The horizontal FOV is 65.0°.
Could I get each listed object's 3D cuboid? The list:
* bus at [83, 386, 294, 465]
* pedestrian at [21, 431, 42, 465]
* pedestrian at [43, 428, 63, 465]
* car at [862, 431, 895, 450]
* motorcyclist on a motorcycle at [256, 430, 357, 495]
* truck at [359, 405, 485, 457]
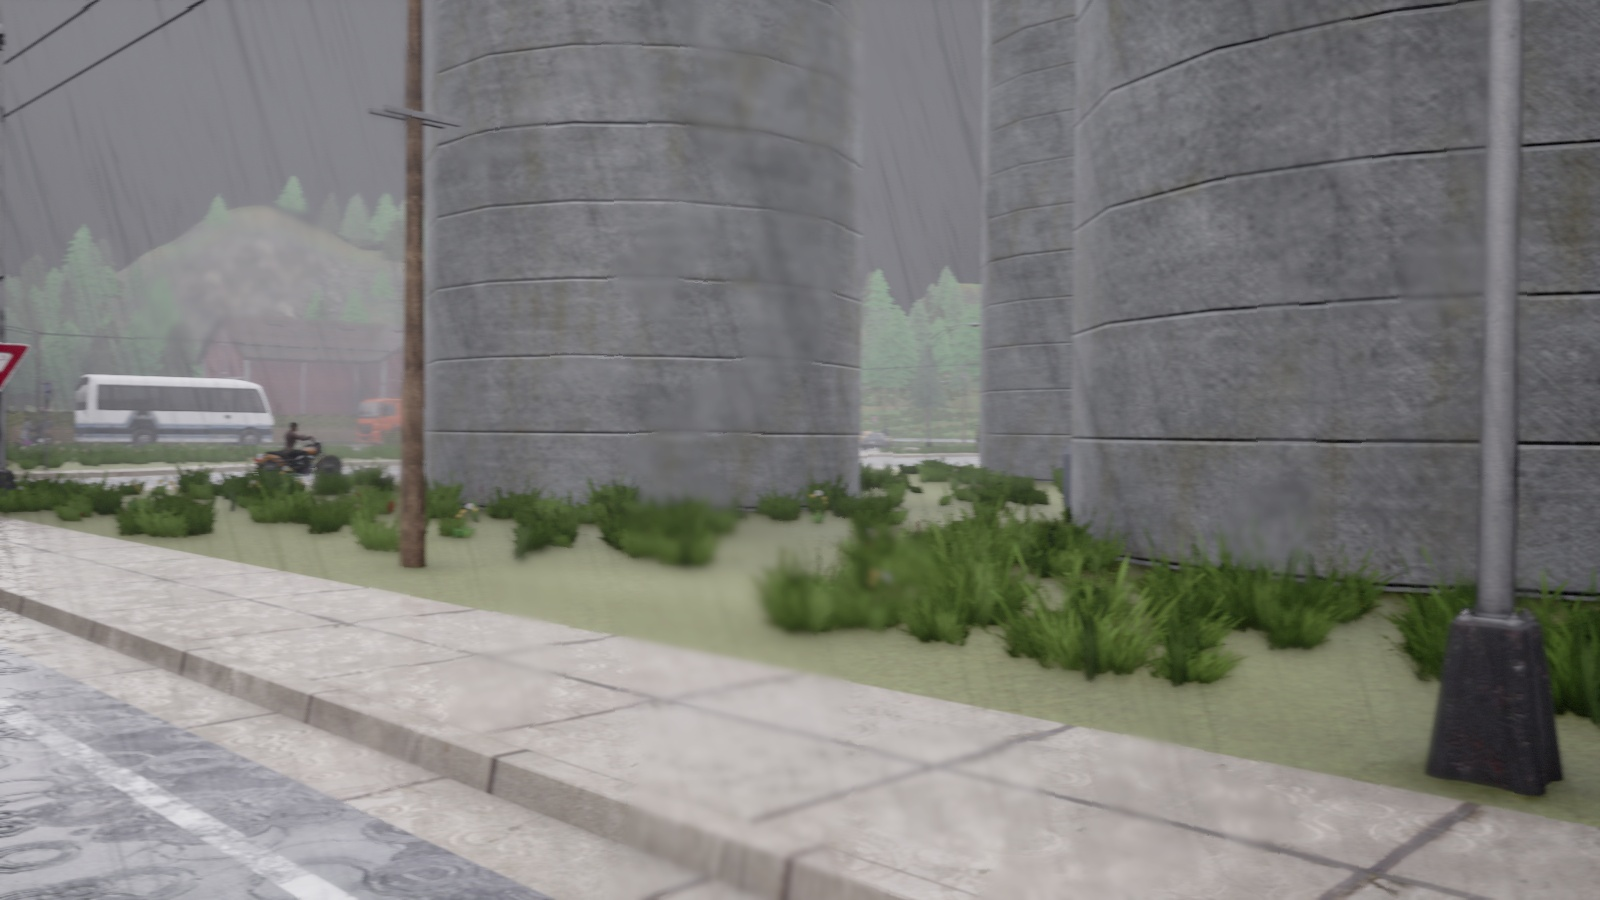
[{"bbox_3d":[-35.265,-1.402,72.724,10.273,4.253,3.944,-1,1,-41],"label":"bus"},{"bbox_3d":[-44.254,-0.139,72.333,0.873,1.952,0.659,-1,1,-41],"label":"pedestrian"},{"bbox_3d":[-37.196,-0.192,62.503,0.540,1.848,0.694,-1,1,1],"label":"pedestrian"},{"bbox_3d":[5.945,-0.733,94.421,1.994,1.385,4.181,0,1,10],"label":"car"},{"bbox_3d":[-12.957,0.305,33.025,0.766,1.649,2.350,0,1,44],"label":"motorcyclist on a motorcycle"},{"bbox_3d":[-26.141,-1.327,87.111,2.891,3.462,7.936,0,1,44],"label":"truck"}]
